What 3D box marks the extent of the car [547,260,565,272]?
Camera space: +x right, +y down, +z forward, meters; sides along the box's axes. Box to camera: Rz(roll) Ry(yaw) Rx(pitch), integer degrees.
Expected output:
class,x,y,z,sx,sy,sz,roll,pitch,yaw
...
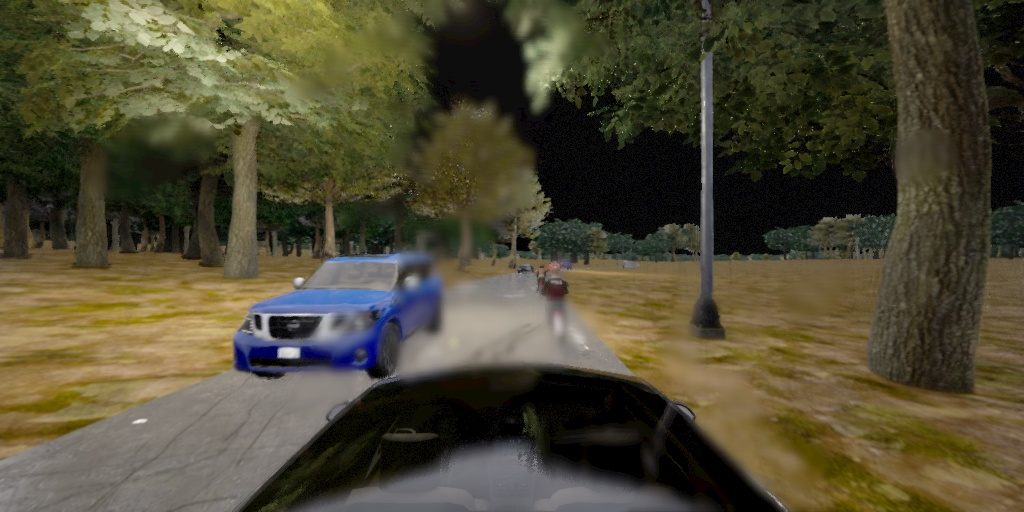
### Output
class,x,y,z,sx,sy,sz,roll,pitch,yaw
car,6.972,1.679,58.345,2.097,1.767,4.553,0,-1,13

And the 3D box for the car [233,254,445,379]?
class,x,y,z,sx,sy,sz,roll,pitch,yaw
car,-2.959,0.979,7.660,2.150,2.045,5.566,0,0,2

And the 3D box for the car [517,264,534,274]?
class,x,y,z,sx,sy,sz,roll,pitch,yaw
car,1.945,1.763,50.361,1.994,1.385,4.181,0,-1,11

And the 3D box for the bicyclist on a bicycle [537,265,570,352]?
class,x,y,z,sx,sy,sz,roll,pitch,yaw
bicyclist on a bicycle,0.987,1.130,8.091,0.659,1.776,1.843,0,0,2
